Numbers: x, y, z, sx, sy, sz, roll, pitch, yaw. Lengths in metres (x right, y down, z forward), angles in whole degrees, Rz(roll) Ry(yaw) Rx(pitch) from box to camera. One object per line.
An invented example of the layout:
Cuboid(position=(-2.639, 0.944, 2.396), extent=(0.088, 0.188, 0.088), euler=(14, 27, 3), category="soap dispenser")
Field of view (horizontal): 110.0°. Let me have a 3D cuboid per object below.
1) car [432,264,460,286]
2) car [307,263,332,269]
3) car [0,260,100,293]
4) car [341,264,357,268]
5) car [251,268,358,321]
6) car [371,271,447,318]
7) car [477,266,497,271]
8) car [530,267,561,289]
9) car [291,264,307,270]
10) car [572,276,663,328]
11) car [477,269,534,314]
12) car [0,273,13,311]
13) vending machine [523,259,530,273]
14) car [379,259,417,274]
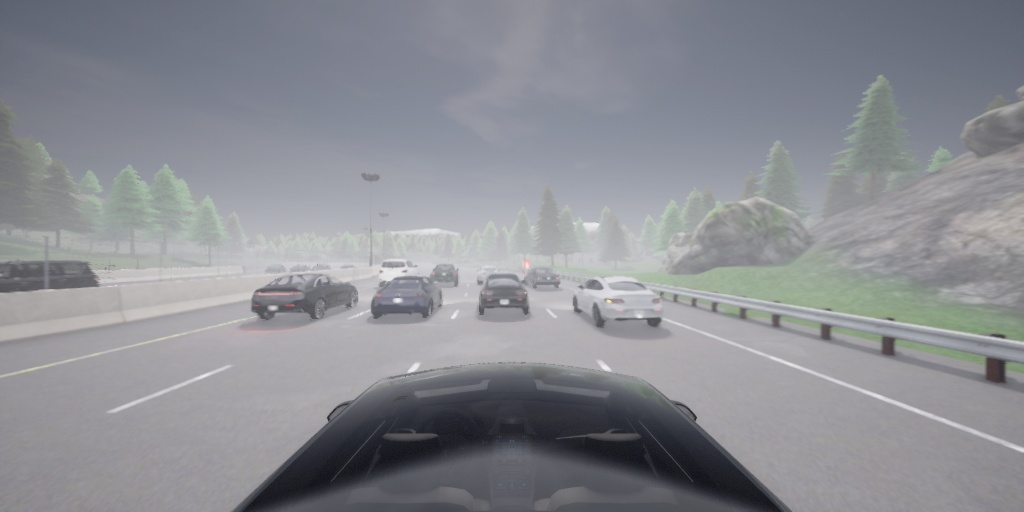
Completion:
Cuboid(position=(-5.278, 1.383, 28.594), extent=(2.097, 1.767, 4.553), euler=(0, -1, -7), category="car")
Cuboid(position=(-28.392, 1.854, 53.697), extent=(2.128, 1.511, 4.902), euler=(0, -1, -15), category="car")
Cuboid(position=(-18.023, 1.144, 12.500), extent=(2.150, 2.045, 5.566), euler=(0, -1, -4), category="car")
Cuboid(position=(-25.198, 1.929, 55.413), extent=(1.994, 1.385, 4.181), euler=(0, -1, -15), category="car")
Cuboid(position=(-7.324, 1.381, 13.219), extent=(2.128, 1.511, 4.902), euler=(0, -1, -3), category="car")
Cuboid(position=(-3.850, 1.445, 13.738), extent=(1.994, 1.385, 4.181), euler=(0, -1, -3), category="car")
Cuboid(position=(-1.960, 1.561, 30.199), extent=(1.812, 1.442, 4.674), euler=(0, -1, -8), category="car")
Cuboid(position=(2.111, 1.526, 25.846), extent=(2.033, 1.411, 5.357), euler=(0, -1, -6), category="car")
Cuboid(position=(-32.426, 1.947, 55.103), extent=(1.994, 1.385, 4.181), euler=(0, -1, -16), category="car")
Cuboid(position=(3.267, 1.362, 11.739), extent=(1.812, 1.442, 4.674), euler=(0, -1, -2), category="car")
Cuboid(position=(-0.380, 1.400, 14.339), extent=(1.812, 1.442, 4.674), euler=(0, -1, -3), category="car")
Cuboid(position=(-21.558, 1.425, 12.311), extent=(2.128, 1.511, 4.902), euler=(0, -1, -4), category="car")
Cuboid(position=(2.143, 1.448, 53.920), extent=(1.100, 2.100, 0.880), euler=(0, 0, -14), category="vending machine")
Cuboid(position=(-8.666, 1.259, 27.650), extent=(2.150, 2.045, 5.566), euler=(0, 0, -7), category="car")
